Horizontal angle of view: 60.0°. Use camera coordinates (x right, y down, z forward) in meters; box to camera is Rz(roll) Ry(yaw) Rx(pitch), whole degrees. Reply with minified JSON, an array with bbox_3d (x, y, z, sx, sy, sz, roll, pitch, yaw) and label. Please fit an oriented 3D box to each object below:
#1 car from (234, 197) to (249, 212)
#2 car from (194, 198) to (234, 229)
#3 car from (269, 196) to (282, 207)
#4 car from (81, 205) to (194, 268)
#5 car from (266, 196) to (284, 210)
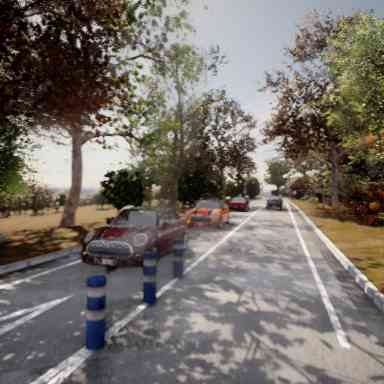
[{"bbox_3d":[5.054,1.287,35.787,1.882,1.535,5.008,1,1,15],"label":"car"},{"bbox_3d":[1.098,1.267,21.122,2.097,1.767,4.553,1,0,15],"label":"car"},{"bbox_3d":[12.947,1.390,51.385,1.837,1.490,4.892,1,0,15],"label":"car"},{"bbox_3d":[-1.653,1.289,11.093,2.097,1.767,4.553,1,0,16],"label":"car"},{"bbox_3d":[10.244,1.362,41.321,1.837,1.490,4.892,1,0,15],"label":"car"}]
